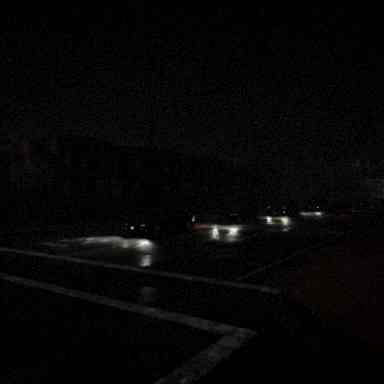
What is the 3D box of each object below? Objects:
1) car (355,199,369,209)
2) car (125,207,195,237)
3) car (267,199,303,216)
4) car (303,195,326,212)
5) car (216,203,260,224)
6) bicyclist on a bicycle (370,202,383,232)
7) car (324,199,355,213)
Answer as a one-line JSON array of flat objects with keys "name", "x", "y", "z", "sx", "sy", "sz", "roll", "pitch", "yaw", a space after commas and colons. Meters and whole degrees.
[{"name": "car", "x": 25.162, "y": 1.776, "z": 49.926, "sx": 2.033, "sy": 1.411, "sz": 5.357, "roll": -1, "pitch": -1, "yaw": 36}, {"name": "car", "x": -1.745, "y": 1.673, "z": 19.611, "sx": 1.837, "sy": 1.490, "sz": 4.892, "roll": -1, "pitch": -1, "yaw": 36}, {"name": "car", "x": 9.664, "y": 1.573, "z": 35.091, "sx": 2.097, "sy": 1.767, "sz": 4.553, "roll": -1, "pitch": -1, "yaw": 37}, {"name": "car", "x": 16.325, "y": 1.467, "z": 44.081, "sx": 2.150, "sy": 2.045, "sz": 5.566, "roll": -1, "pitch": 0, "yaw": 34}, {"name": "car", "x": 3.832, "y": 1.671, "z": 27.182, "sx": 1.882, "sy": 1.535, "sz": 5.008, "roll": -1, "pitch": -1, "yaw": 36}, {"name": "bicyclist on a bicycle", "x": 10.203, "y": 1.336, "z": 17.318, "sx": 1.656, "sy": 1.620, "sz": 0.582, "roll": -1, "pitch": -1, "yaw": 36}, {"name": "car", "x": 17.731, "y": 1.720, "z": 39.822, "sx": 1.812, "sy": 1.442, "sz": 4.674, "roll": -1, "pitch": -1, "yaw": 36}]
